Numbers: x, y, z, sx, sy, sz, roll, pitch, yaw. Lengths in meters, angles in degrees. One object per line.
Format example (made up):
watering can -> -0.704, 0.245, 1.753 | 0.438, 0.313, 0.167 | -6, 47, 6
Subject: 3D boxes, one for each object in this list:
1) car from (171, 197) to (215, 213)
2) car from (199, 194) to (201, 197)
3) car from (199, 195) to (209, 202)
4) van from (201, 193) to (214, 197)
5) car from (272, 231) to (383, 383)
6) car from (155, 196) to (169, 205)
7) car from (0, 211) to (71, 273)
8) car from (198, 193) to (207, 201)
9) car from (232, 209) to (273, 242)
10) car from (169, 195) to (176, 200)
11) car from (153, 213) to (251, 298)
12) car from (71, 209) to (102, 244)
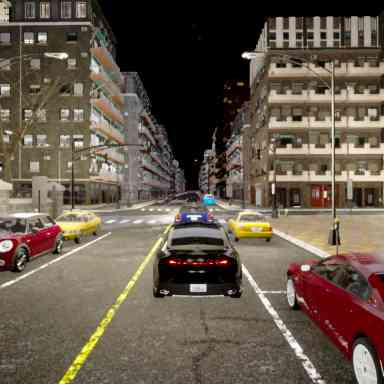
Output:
car -> 0.140, 1.354, 18.757 | 2.097, 1.767, 4.553 | 0, 0, 1
car -> 2.762, 1.519, 59.772 | 1.887, 1.381, 4.507 | 1, 0, 0
car -> 2.780, 1.503, 76.784 | 2.008, 1.369, 4.403 | 1, 0, 0
van -> 2.759, 1.321, 54.100 | 1.690, 1.788, 3.998 | 1, 0, 0
car -> 2.705, 1.546, 4.874 | 1.887, 1.381, 4.507 | 1, 0, 0
car -> -5.618, 1.556, 59.837 | 1.802, 1.307, 4.206 | 1, 0, 0
car -> -5.669, 1.442, 10.519 | 1.967, 1.590, 4.097 | 1, 0, 0
car -> 2.795, 1.249, 88.126 | 2.192, 1.841, 5.009 | 1, 0, 0
car -> 2.716, 1.527, 16.277 | 1.752, 1.417, 4.829 | 1, 0, 0
car -> -5.588, 1.516, 88.192 | 1.802, 1.307, 4.206 | 1, 0, 0
car -> 0.112, 1.506, 8.497 | 1.837, 1.490, 4.892 | 0, 0, 0
car -> -5.664, 1.527, 15.963 | 1.752, 1.417, 4.829 | 1, 0, 0
